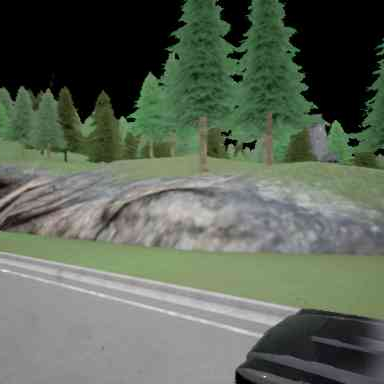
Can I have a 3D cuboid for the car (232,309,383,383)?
[{"bbox_3d":[2.604,1.589,2.137,4.718,1.301,1.895,-1,-1,35],"label":"car"}]
